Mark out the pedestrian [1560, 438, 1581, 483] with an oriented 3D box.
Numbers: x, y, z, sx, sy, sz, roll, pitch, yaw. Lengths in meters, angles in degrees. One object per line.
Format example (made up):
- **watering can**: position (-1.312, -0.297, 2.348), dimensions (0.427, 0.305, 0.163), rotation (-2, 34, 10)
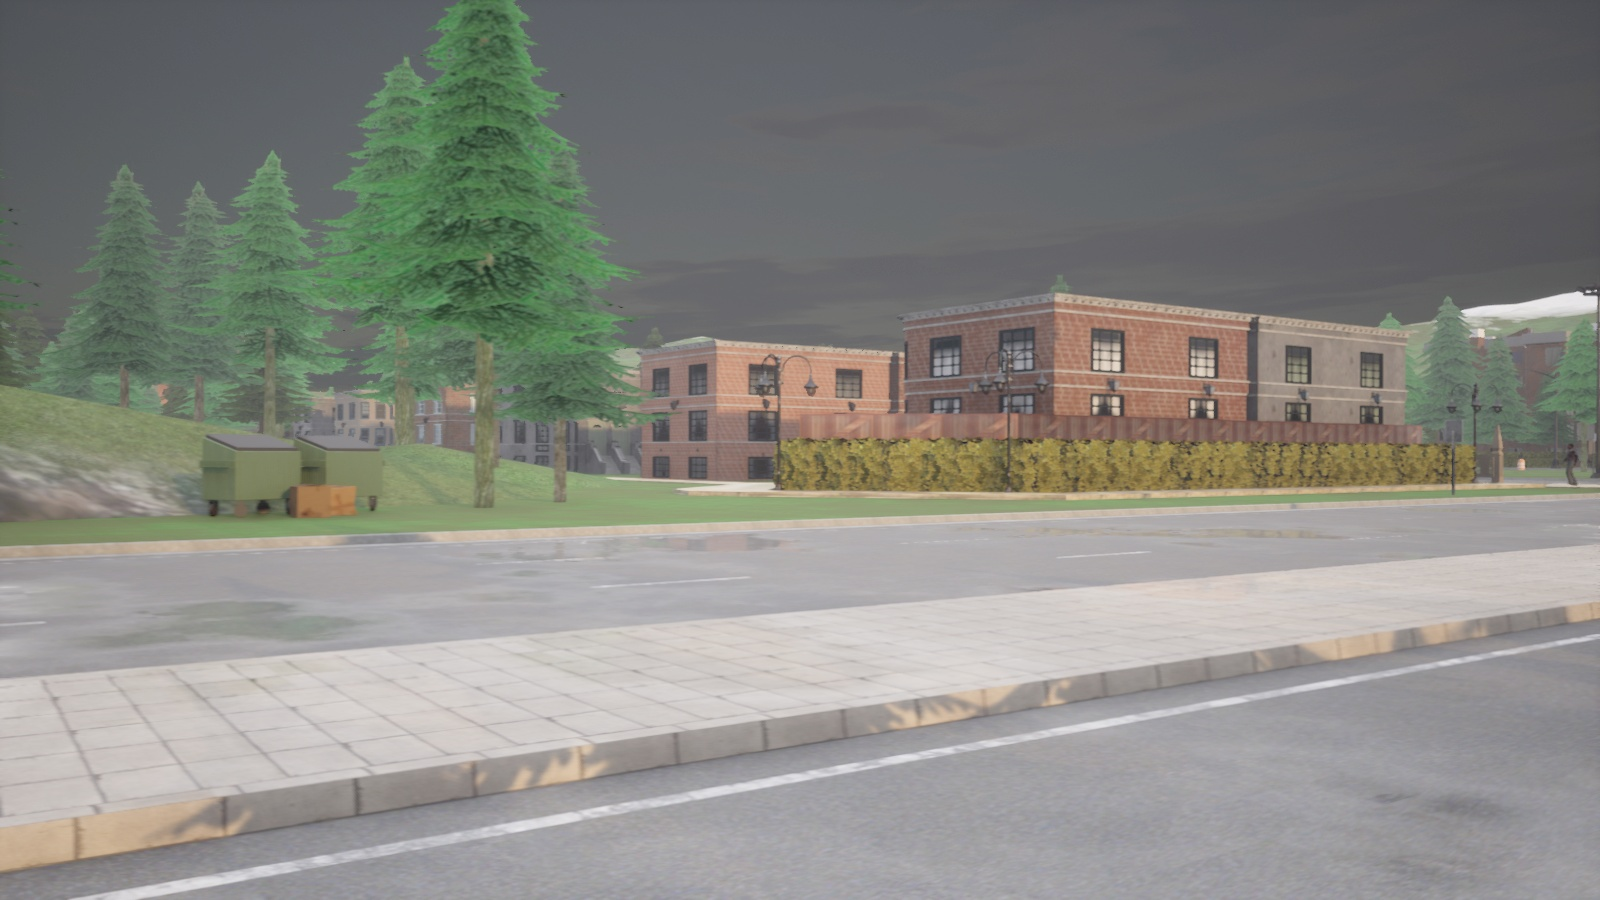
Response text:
- **pedestrian**: position (33.296, 0.468, 54.257), dimensions (0.666, 1.930, 0.402), rotation (0, 0, 9)
